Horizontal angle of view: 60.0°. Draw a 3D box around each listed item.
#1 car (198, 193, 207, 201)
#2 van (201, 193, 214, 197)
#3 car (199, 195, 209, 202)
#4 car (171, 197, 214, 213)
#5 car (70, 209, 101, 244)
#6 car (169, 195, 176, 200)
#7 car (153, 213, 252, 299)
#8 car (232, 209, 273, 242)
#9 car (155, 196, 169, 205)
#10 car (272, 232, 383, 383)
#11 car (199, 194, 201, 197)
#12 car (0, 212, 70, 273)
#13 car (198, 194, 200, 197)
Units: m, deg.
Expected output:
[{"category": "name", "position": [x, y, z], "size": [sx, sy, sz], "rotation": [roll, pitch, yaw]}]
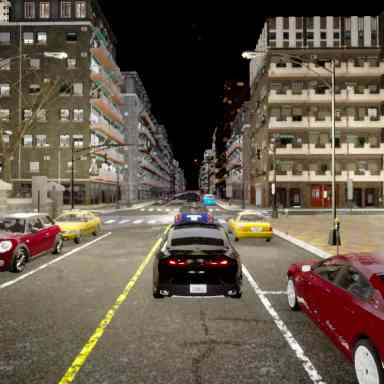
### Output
[{"category": "car", "position": [2.770, 1.249, 88.088], "size": [2.192, 1.841, 5.009], "rotation": [1, 0, 0]}, {"category": "van", "position": [2.744, 1.321, 54.061], "size": [1.690, 1.788, 3.998], "rotation": [1, 0, 0]}, {"category": "car", "position": [2.759, 1.503, 76.746], "size": [2.008, 1.369, 4.403], "rotation": [1, 0, 0]}, {"category": "car", "position": [0.134, 1.354, 18.718], "size": [2.097, 1.767, 4.553], "rotation": [0, 0, 1]}, {"category": "car", "position": [-5.669, 1.527, 15.923], "size": [1.752, 1.417, 4.829], "rotation": [1, 0, 0]}, {"category": "car", "position": [-5.613, 1.516, 88.152], "size": [1.802, 1.307, 4.206], "rotation": [1, 0, 0]}, {"category": "car", "position": [0.109, 1.506, 8.458], "size": [1.837, 1.490, 4.892], "rotation": [0, 0, 0]}, {"category": "car", "position": [2.712, 1.527, 16.239], "size": [1.752, 1.417, 4.829], "rotation": [1, 0, 0]}, {"category": "car", "position": [-5.635, 1.556, 59.796], "size": [1.802, 1.307, 4.206], "rotation": [1, 0, 0]}, {"category": "car", "position": [2.703, 1.546, 4.835], "size": [1.887, 1.381, 4.507], "rotation": [1, 0, 0]}, {"category": "car", "position": [2.745, 1.519, 59.734], "size": [1.887, 1.381, 4.507], "rotation": [1, 0, 0]}, {"category": "car", "position": [-5.672, 1.442, 10.478], "size": [1.967, 1.590, 4.097], "rotation": [1, 0, 0]}, {"category": "car", "position": [2.749, 1.534, 65.404], "size": [1.947, 1.339, 4.313], "rotation": [1, 0, 0]}]
